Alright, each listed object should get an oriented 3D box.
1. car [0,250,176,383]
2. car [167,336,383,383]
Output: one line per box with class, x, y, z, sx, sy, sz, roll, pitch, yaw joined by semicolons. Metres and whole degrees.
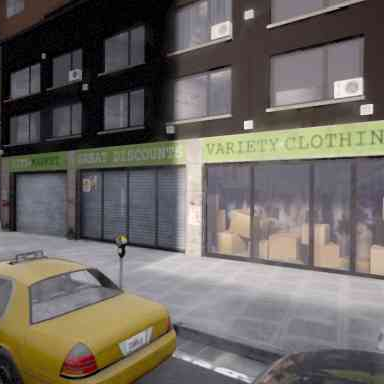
car;-2.480;1.527;4.783;4.829;1.417;1.752;0;1;35
car;2.257;1.550;1.515;4.403;1.369;2.008;0;1;35
